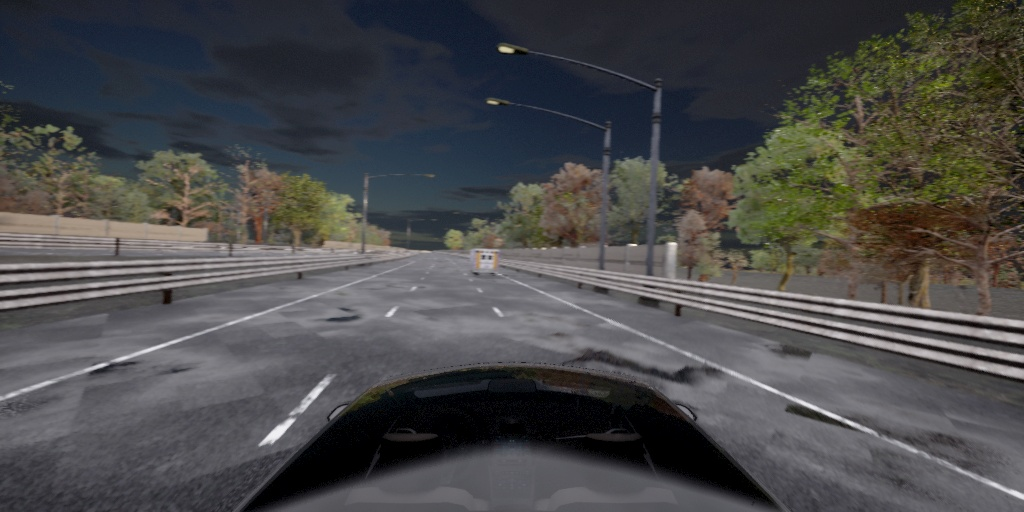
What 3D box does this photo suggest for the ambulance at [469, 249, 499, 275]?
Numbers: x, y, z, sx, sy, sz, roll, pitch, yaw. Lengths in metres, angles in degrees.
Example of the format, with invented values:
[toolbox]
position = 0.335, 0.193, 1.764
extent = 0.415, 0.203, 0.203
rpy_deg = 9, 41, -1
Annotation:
[ambulance]
position = -2.859, 0.610, 35.370
extent = 2.351, 2.431, 6.366
rpy_deg = 3, 0, -11
